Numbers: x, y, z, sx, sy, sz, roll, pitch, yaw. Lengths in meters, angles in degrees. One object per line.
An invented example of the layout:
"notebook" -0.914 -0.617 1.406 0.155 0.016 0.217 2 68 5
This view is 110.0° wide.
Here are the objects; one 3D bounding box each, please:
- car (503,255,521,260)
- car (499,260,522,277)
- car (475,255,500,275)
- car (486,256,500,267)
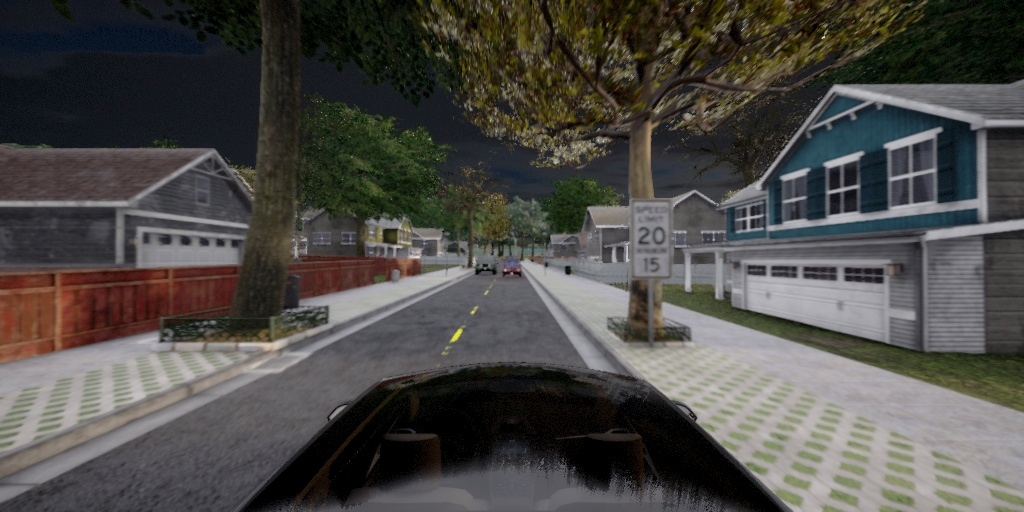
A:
"car" -0.001 0.932 45.300 2.150 2.045 5.566 0 0 0
"car" -0.004 1.321 34.791 1.895 1.301 4.718 0 0 0
"car" -2.754 0.937 39.320 2.150 2.045 5.566 0 0 0
"car" -2.756 0.828 53.153 1.882 1.535 5.008 0 0 0
